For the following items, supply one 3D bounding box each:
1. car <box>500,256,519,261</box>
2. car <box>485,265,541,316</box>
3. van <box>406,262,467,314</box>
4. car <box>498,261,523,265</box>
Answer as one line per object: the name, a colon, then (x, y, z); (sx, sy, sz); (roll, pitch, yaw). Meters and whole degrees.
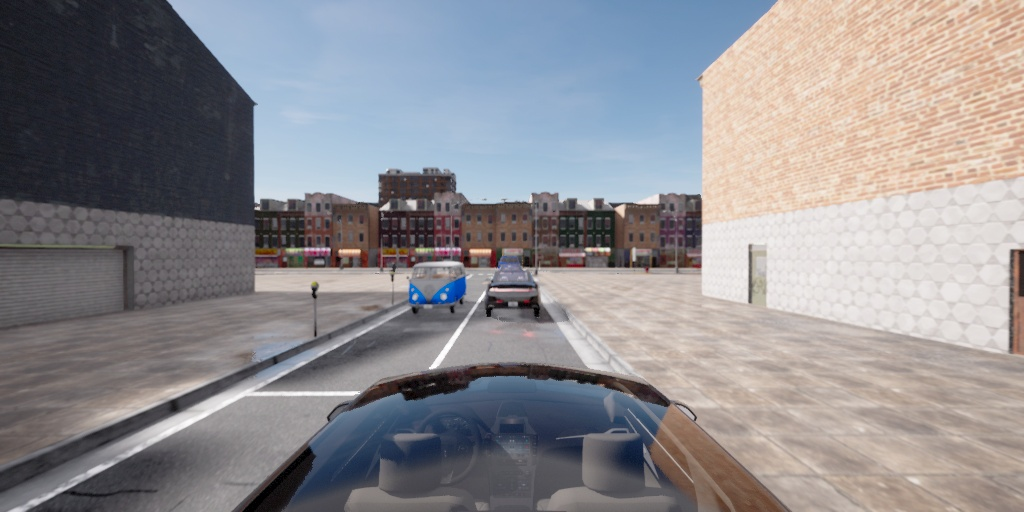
car: (-0.187, 1.034, 34.535); (2.150, 2.045, 5.566); (0, 0, 1)
car: (0.022, 1.261, 13.402); (2.128, 1.511, 4.902); (0, 0, 0)
van: (-2.715, 1.110, 13.651); (1.690, 1.789, 3.998); (0, 0, 0)
car: (-0.051, 1.280, 24.122); (2.128, 1.511, 4.902); (0, 0, 0)
